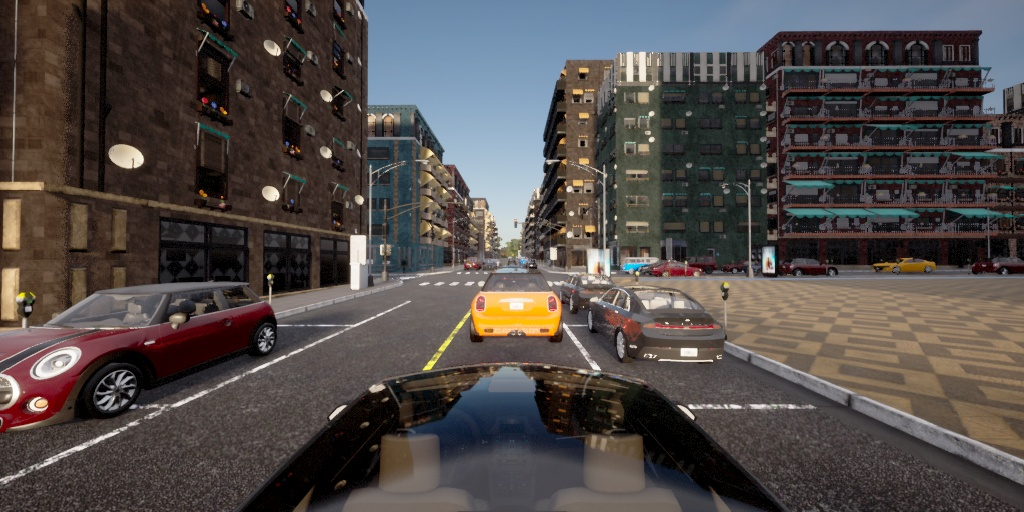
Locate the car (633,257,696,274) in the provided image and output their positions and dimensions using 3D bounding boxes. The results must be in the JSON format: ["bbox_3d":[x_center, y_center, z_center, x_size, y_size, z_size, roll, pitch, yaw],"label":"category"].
[{"bbox_3d":[15.203,1.147,35.893,4.902,1.511,2.128,0,-1,0],"label":"car"}]

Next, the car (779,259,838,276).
[{"bbox_3d":[24.765,0.935,30.022,4.097,1.591,1.967,0,0,0],"label":"car"}]

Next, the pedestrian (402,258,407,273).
[{"bbox_3d":[-12.527,1.097,41.635,0.375,1.860,0.375,0,0,0],"label":"pedestrian"}]

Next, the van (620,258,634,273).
[{"bbox_3d":[13.772,1.045,38.482,3.998,1.789,1.690,0,0,0],"label":"van"}]

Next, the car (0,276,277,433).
[{"bbox_3d":[-5.819,1.191,5.671,1.967,1.591,4.097,0,0,0],"label":"car"}]

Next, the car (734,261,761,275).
[{"bbox_3d":[25.726,1.122,35.813,5.357,1.411,2.033,0,-1,1],"label":"car"}]

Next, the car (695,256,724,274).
[{"bbox_3d":[19.300,0.977,38.442,5.009,1.841,2.192,0,0,0],"label":"car"}]

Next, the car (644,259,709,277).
[{"bbox_3d":[13.709,1.162,30.102,4.207,1.307,1.802,0,0,0],"label":"car"}]

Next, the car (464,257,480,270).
[{"bbox_3d":[-5.687,1.083,51.710,2.192,1.841,5.009,0,0,0],"label":"car"}]

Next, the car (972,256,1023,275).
[{"bbox_3d":[41.346,0.811,29.902,4.097,1.591,1.967,0,0,0],"label":"car"}]

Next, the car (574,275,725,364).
[{"bbox_3d":[2.821,1.302,7.906,2.007,1.370,4.403,0,0,0],"label":"car"}]

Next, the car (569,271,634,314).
[{"bbox_3d":[2.821,1.304,13.476,2.007,1.370,4.403,0,0,0],"label":"car"}]

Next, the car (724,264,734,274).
[{"bbox_3d":[24.827,1.165,38.402,4.507,1.381,1.888,0,0,0],"label":"car"}]

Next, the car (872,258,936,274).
[{"bbox_3d":[38.938,0.953,35.704,5.008,1.535,1.882,-1,-1,1],"label":"car"}]

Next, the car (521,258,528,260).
[{"bbox_3d":[2.694,1.334,51.669,1.948,1.339,4.313,0,0,0],"label":"car"}]

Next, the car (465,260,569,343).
[{"bbox_3d":[0.098,1.104,9.886,2.097,1.767,4.553,0,0,0],"label":"car"}]
